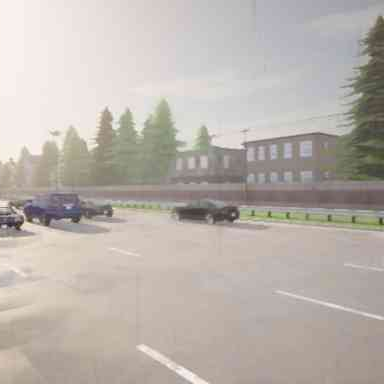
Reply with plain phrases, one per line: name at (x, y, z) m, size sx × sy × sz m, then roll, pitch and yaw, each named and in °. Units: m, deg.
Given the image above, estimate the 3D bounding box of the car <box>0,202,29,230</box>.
car at (-11.089, 1.459, 18.706) m, size 1.895 × 1.301 × 4.718 m, roll -1°, pitch 1°, yaw -43°

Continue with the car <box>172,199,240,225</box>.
car at (0.747, 1.176, 21.338) m, size 1.882 × 1.535 × 5.008 m, roll -1°, pitch 1°, yaw -43°

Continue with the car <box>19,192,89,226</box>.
car at (-9.154, 1.017, 21.763) m, size 2.150 × 2.045 × 5.566 m, roll -1°, pitch 1°, yaw -43°

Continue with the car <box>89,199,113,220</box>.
car at (-7.724, 1.257, 25.387) m, size 1.812 × 1.442 × 4.674 m, roll -1°, pitch 1°, yaw -43°

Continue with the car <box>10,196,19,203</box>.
car at (-19.677, 1.204, 38.395) m, size 1.812 × 1.442 × 4.674 m, roll -1°, pitch 1°, yaw -43°

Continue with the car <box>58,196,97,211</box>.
car at (-12.336, 1.188, 35.577) m, size 2.033 × 1.411 × 5.357 m, roll -1°, pitch 1°, yaw -43°
